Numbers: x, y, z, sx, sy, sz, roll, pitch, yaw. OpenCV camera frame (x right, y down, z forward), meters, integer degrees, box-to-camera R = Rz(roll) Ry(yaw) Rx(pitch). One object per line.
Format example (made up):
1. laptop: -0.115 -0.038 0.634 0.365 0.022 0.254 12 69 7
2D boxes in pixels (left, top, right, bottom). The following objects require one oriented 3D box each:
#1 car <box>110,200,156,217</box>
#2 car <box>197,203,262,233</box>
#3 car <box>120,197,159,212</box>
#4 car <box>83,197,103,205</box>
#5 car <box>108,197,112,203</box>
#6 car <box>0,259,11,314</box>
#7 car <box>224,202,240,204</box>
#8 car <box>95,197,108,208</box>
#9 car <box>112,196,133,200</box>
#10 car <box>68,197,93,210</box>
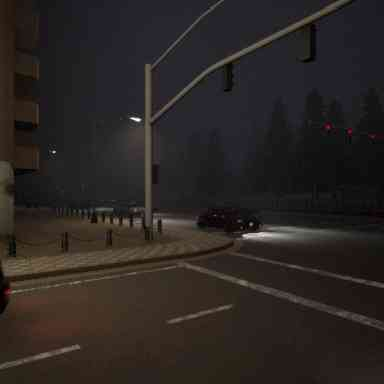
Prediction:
1. car: -5.527 1.656 30.715 1.895 1.301 4.718 0 0 -36
2. car: 2.124 1.620 20.086 1.994 1.385 4.181 0 0 -36
3. car: -5.707 1.603 36.951 2.033 1.411 5.357 0 0 -36
4. car: -18.003 1.656 60.366 1.895 1.301 4.718 0 0 -36
5. car: -16.676 1.656 64.486 1.895 1.301 4.718 0 0 -36
6. car: -5.142 1.526 4.540 4.674 1.442 1.812 0 0 -35
7. car: 3.030 1.546 24.815 2.128 1.511 4.902 0 0 -36
8. car: -14.944 1.547 49.870 2.128 1.511 4.902 0 0 -35
9. car: -11.416 1.408 57.209 2.097 1.767 4.553 0 0 -36
10. car: -14.842 1.533 43.691 1.882 1.535 5.008 0 0 -35
